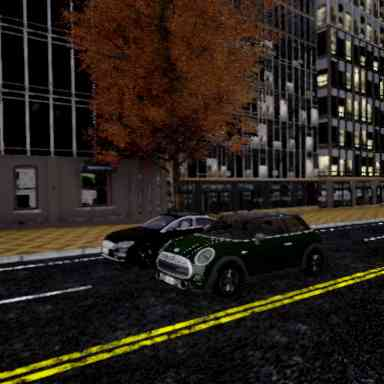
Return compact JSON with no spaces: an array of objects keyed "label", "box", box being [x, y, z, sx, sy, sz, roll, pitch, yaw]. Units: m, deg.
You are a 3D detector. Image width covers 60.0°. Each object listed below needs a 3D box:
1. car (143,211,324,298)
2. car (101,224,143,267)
[{"label":"car","box":[1.339,1.330,8.615,4.553,1.767,2.097,0,0,-35]},{"label":"car","box":[-0.556,1.469,11.255,4.902,1.511,2.128,0,0,-35]}]
